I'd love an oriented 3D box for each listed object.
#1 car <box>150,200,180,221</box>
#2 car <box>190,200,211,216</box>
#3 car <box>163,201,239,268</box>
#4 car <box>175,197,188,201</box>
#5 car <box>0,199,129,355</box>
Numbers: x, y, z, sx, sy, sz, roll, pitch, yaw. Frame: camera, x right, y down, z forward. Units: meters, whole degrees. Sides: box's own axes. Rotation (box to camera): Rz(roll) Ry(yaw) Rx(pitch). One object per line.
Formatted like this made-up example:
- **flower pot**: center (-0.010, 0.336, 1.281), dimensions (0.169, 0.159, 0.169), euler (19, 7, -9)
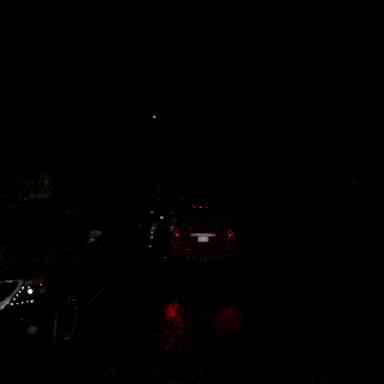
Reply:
- **car**: center (-2.197, 1.602, 26.982), dimensions (1.895, 1.301, 4.718), euler (1, 0, 2)
- **car**: center (0.916, 1.608, 35.358), dimensions (2.033, 1.411, 5.357), euler (1, 0, 2)
- **car**: center (0.365, 1.359, 11.526), dimensions (2.097, 1.767, 4.553), euler (1, 0, 1)
- **car**: center (-1.527, 1.420, 49.939), dimensions (1.812, 1.442, 4.674), euler (1, 0, 1)
- **car**: center (-2.729, 1.190, 6.484), dimensions (2.150, 2.045, 5.566), euler (1, 0, 1)
